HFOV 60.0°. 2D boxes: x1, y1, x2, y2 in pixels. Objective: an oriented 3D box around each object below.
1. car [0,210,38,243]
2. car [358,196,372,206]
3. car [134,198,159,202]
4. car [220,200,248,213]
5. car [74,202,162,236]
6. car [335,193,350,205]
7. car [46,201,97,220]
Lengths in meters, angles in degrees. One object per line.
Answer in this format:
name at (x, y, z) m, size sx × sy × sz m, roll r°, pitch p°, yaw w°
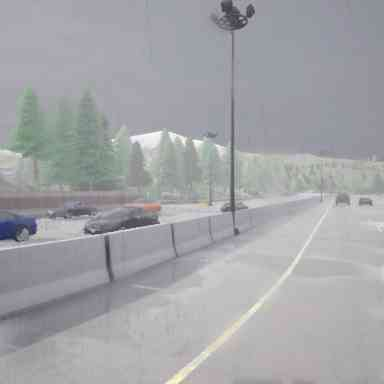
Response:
car at (-8.965, 1.477, 13.863) m, size 1.882 × 1.535 × 5.008 m, roll 0°, pitch 0°, yaw 26°
car at (29.446, 1.491, 56.579) m, size 2.128 × 1.511 × 4.902 m, roll 0°, pitch 0°, yaw 24°
car at (-4.675, 1.351, 31.754) m, size 2.097 × 1.767 × 4.553 m, roll 0°, pitch 0°, yaw 24°
car at (4.451, 1.564, 35.017) m, size 1.994 × 1.385 × 4.181 m, roll 0°, pitch 0°, yaw 25°
car at (-3.476, 1.504, 17.180) m, size 1.837 × 1.490 × 4.892 m, roll 0°, pitch 0°, yaw 24°
car at (25.960, 1.221, 57.348) m, size 2.150 × 2.045 × 5.566 m, roll 0°, pitch 0°, yaw 24°
car at (-10.040, 1.493, 28.213) m, size 2.128 × 1.511 × 4.902 m, roll 0°, pitch 0°, yaw 24°
